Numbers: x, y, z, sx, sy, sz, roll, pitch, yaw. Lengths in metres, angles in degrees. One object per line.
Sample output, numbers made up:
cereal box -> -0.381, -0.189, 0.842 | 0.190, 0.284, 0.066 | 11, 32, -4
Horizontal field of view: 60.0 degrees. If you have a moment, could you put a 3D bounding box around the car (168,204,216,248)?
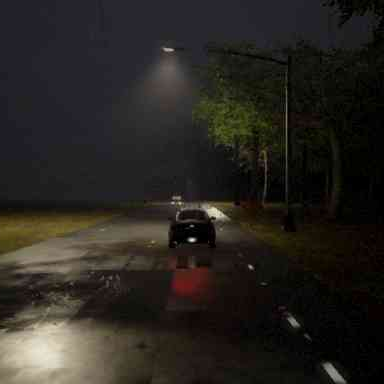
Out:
car -> 0.000, 1.510, 14.656 | 1.837, 1.490, 4.892 | 0, 0, 0

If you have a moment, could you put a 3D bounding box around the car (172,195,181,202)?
car -> -3.499, 1.433, 75.940 | 1.882, 1.535, 5.008 | 0, 0, 0

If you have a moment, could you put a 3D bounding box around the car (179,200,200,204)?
car -> 0.001, 1.613, 29.693 | 1.895, 1.301, 4.718 | 0, 0, 0

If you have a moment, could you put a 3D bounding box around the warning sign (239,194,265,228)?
warning sign -> 3.577, 1.109, 19.821 | 1.300, 1.860, 1.060 | 2, 2, 0
